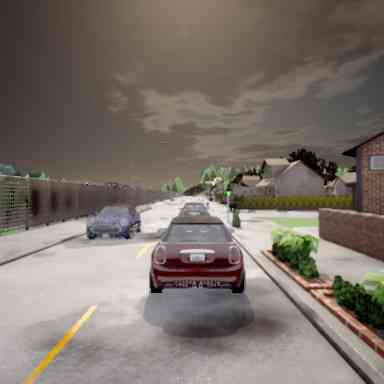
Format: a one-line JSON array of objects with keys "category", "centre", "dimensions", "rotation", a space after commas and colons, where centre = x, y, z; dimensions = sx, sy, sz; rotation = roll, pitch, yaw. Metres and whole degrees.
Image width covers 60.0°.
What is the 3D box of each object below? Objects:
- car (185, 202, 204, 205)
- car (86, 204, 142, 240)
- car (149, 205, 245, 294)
[{"category": "car", "centre": [0.153, 1.503, 23.248], "dimensions": [2.097, 1.767, 4.553], "rotation": [0, 0, 0]}, {"category": "car", "centre": [-4.015, 1.467, 17.790], "dimensions": [2.097, 1.767, 4.553], "rotation": [0, 0, 1]}, {"category": "car", "centre": [0.117, 1.412, 9.112], "dimensions": [2.097, 1.767, 4.553], "rotation": [0, 0, 0]}]
